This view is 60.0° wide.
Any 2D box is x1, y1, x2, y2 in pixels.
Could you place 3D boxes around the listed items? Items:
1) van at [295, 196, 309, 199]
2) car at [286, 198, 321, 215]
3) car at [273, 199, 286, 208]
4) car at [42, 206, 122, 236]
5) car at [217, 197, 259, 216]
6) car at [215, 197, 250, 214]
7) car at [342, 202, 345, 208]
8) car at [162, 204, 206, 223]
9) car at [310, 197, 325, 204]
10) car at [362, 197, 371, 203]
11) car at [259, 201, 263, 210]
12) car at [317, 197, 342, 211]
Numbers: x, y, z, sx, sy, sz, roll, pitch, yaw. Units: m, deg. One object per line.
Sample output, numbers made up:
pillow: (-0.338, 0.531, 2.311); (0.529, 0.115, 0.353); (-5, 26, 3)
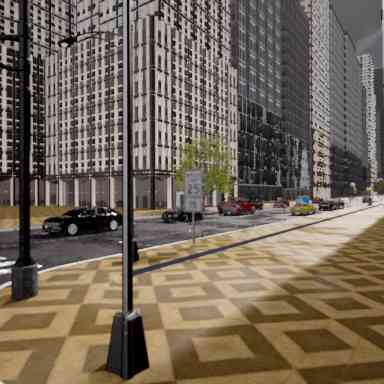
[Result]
van: (21.137, 1.639, 63.670); (1.690, 1.788, 3.998); (-1, 0, 35)
car: (11.975, 1.692, 35.594); (1.752, 1.417, 4.829); (-1, -1, 35)
car: (14.673, 1.848, 54.282); (1.802, 1.307, 4.206); (-1, 0, 35)
car: (-6.231, 1.604, 19.373); (1.837, 1.490, 4.892); (0, 0, 35)
car: (5.040, 1.535, 35.704); (2.097, 1.767, 4.553); (0, 0, 34)
car: (4.976, 1.526, 40.210); (2.192, 1.841, 5.009); (-1, -1, 35)
car: (21.574, 1.772, 49.529); (2.008, 1.369, 4.403); (-1, 0, 35)
car: (-0.625, 1.707, 27.493); (1.994, 1.385, 4.181); (0, 0, 35)
car: (27.601, 1.871, 73.050); (1.887, 1.381, 4.507); (-1, 0, 35)
car: (40.967, 1.870, 77.680); (1.947, 1.339, 4.313); (0, 0, 35)
car: (8.209, 1.797, 44.899); (1.947, 1.339, 4.313); (-1, -1, 35)
car: (18.343, 1.770, 44.837); (1.947, 1.339, 4.313); (-1, 0, 35)
